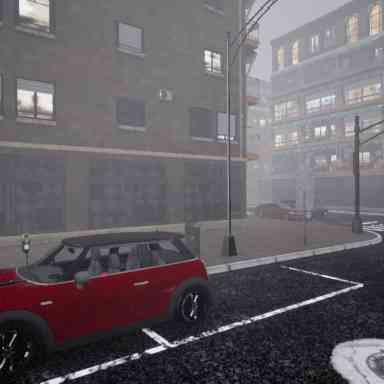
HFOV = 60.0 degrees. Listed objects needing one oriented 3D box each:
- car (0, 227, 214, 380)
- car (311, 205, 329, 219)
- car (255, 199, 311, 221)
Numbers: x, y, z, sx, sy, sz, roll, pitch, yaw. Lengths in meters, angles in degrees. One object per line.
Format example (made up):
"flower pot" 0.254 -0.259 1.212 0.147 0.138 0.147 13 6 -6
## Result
"car" -1.698 1.440 5.408 4.097 1.590 1.967 0 0 -35
"car" 8.879 1.347 27.703 1.882 1.535 5.008 -1 1 -35
"car" 6.793 1.473 26.182 1.802 1.307 4.206 0 0 -35
